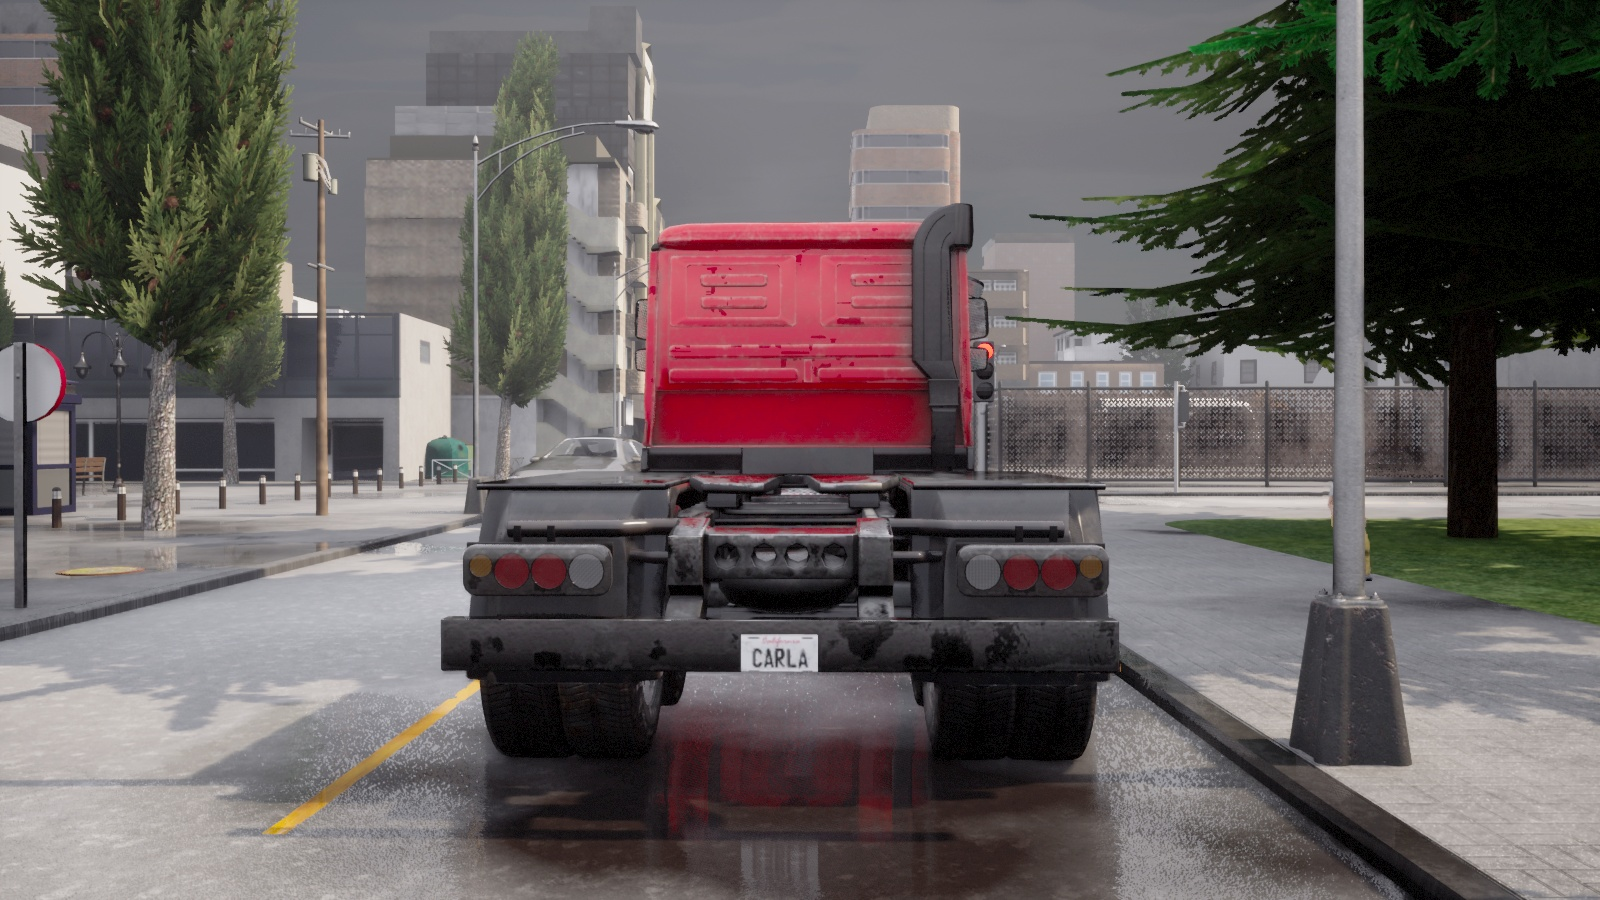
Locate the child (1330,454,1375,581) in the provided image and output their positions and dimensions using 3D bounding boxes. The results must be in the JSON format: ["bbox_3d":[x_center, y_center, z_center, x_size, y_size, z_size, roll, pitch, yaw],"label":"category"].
[{"bbox_3d":[5.578,0.669,12.686,0.270,1.263,0.437,0,0,2],"label":"child"}]

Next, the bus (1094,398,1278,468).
[{"bbox_3d":[23.857,-1.052,78.208,10.273,4.253,3.944,0,0,2],"label":"bus"}]

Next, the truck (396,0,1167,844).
[{"bbox_3d":[0.020,-0.284,8.679,2.891,3.462,7.936,0,0,1],"label":"truck"}]

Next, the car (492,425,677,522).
[{"bbox_3d":[-3.965,0.386,24.118,2.152,1.651,5.027,0,0,7],"label":"car"}]
